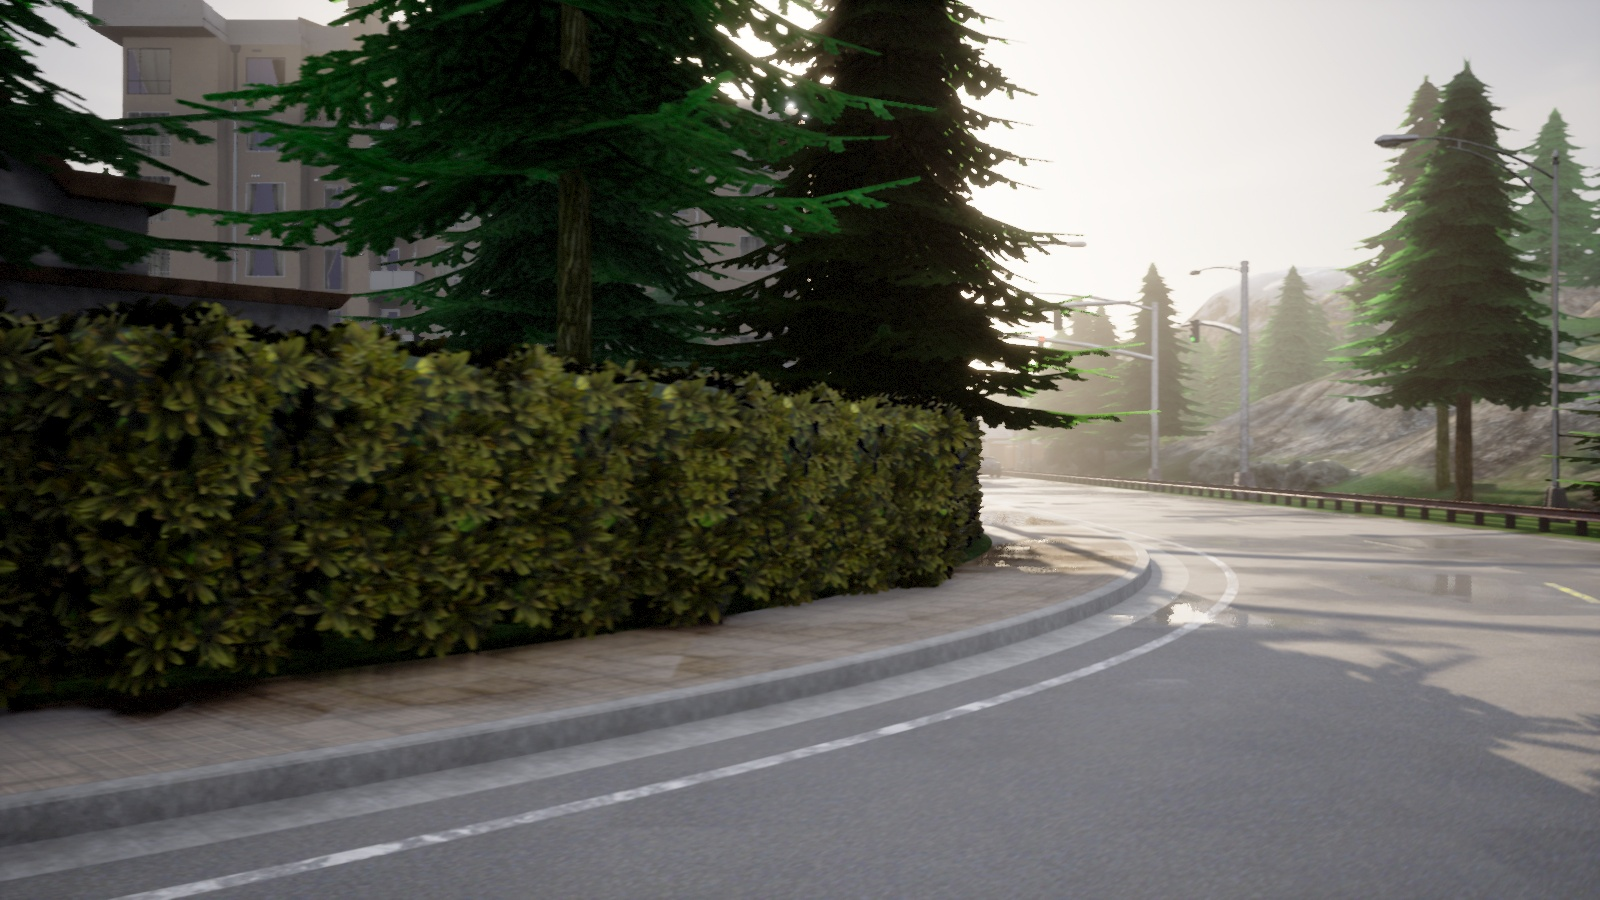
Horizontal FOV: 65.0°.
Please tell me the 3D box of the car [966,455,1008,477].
[{"bbox_3d":[12.356,1.059,83.174,2.033,1.411,5.357,0,0,1],"label":"car"}]
